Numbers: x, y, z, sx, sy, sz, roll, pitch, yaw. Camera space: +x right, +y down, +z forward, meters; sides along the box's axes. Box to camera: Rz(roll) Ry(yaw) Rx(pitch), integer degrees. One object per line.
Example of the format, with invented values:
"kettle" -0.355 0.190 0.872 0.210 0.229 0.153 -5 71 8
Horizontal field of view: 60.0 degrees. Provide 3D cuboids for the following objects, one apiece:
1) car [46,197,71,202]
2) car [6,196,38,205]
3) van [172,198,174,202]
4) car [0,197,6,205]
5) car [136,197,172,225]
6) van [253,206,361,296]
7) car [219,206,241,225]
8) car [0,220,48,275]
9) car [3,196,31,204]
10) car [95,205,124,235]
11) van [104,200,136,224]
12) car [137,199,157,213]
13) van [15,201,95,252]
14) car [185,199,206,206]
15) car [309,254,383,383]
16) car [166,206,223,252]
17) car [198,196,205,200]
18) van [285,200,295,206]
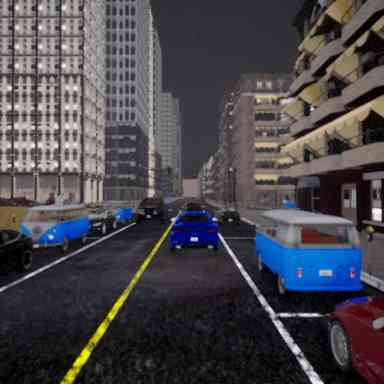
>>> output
"car" -21.135 1.495 53.208 4.097 1.590 1.967 1 -2 0
"car" -26.712 1.530 53.192 4.206 1.307 1.802 1 -2 0
"van" -5.696 1.952 74.898 1.690 1.788 3.998 0 0 0
"car" -32.281 1.156 53.187 5.009 1.841 2.192 1 -2 0
"car" -3.101 1.431 26.614 2.150 2.045 5.566 0 0 0
"van" 2.689 1.408 8.535 1.690 1.788 3.998 0 0 0
"car" 2.688 1.752 25.478 2.008 1.369 4.403 0 0 0
"car" -5.691 1.633 8.532 1.947 1.339 4.313 0 0 0
"car" -32.367 1.477 61.559 4.206 1.307 1.802 1 -1 0
"car" -5.692 1.707 19.829 2.008 1.369 4.403 0 0 0
"van" -5.692 1.542 25.479 1.690 1.788 3.998 0 0 0
"car" -5.694 1.779 42.424 1.967 1.590 4.097 0 0 0
"van" -5.692 1.452 14.183 1.690 1.788 3.998 0 0 0
"car" 0.094 1.761 32.408 1.837 1.490 4.892 0 -1 0
"car" 2.690 1.605 2.884 1.802 1.307 4.206 0 0 0
"car" 0.091 1.592 14.546 1.882 1.535 5.008 0 -1 0
"car" 2.683 2.071 91.552 2.192 1.841 5.009 0 -1 0
"van" 16.926 2.130 53.156 3.998 1.788 1.690 1 -2 0
